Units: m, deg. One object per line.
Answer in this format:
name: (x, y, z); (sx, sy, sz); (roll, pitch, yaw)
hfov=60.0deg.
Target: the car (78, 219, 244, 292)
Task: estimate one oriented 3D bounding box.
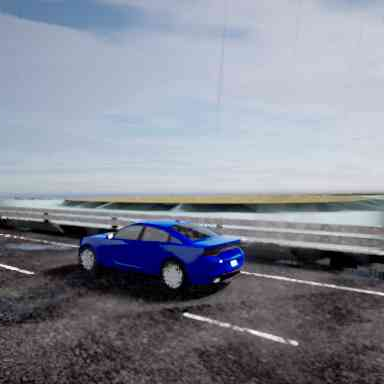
car: (-1.050, 1.480, 9.058); (5.008, 1.535, 1.882); (0, 0, 36)
